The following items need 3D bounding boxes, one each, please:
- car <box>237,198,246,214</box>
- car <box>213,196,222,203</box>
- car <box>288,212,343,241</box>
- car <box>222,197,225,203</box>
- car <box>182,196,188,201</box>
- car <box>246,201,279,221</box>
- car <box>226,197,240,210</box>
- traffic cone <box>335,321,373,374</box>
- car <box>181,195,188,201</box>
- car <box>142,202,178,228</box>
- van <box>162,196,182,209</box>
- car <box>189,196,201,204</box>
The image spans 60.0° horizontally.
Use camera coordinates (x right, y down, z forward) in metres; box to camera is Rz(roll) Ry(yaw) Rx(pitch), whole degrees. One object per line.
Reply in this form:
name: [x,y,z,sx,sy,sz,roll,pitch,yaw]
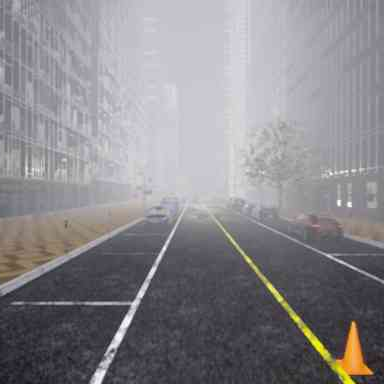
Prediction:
car: [6.162,1.634,33.809,2.008,1.369,4.403,0,0,0]
car: [6.306,1.635,73.656,1.887,1.381,4.507,0,0,0]
car: [6.100,1.643,16.732,1.802,1.307,4.206,0,0,0]
car: [6.224,1.530,50.886,1.967,1.590,4.097,0,0,0]
car: [-2.033,1.588,85.077,1.887,1.381,4.507,0,0,0]
car: [6.142,1.629,28.116,2.008,1.369,4.403,0,0,0]
car: [6.204,1.528,45.194,1.967,1.590,4.097,0,0,0]
traffic cone: [2.089,1.974,4.302,0.340,0.580,0.340,0,0,0]
car: [-2.013,1.620,90.771,1.802,1.307,4.206,0,0,0]
car: [-2.260,1.581,22.458,2.008,1.369,4.403,0,0,0]
van: [-2.217,1.383,33.843,1.690,1.788,3.998,0,0,0]
car: [0.588,1.569,66.332,1.837,1.490,4.892,0,0,0]
